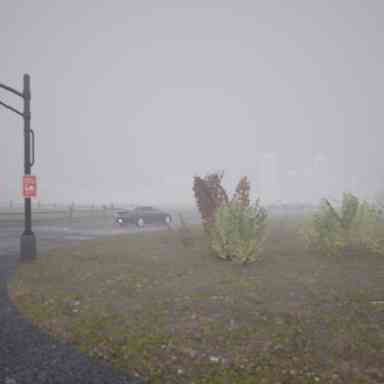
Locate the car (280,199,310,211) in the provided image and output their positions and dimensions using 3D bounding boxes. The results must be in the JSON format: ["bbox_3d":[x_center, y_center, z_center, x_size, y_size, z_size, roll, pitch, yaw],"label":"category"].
[{"bbox_3d":[15.968,2.132,51.407,2.033,1.411,5.357,-1,-1,36],"label":"car"}]

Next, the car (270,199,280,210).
[{"bbox_3d":[14.321,2.025,55.167,2.097,1.767,4.553,-1,-1,36],"label":"car"}]

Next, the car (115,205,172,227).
[{"bbox_3d":[-3.442,1.725,24.542,1.837,1.490,4.892,-1,-1,36],"label":"car"}]

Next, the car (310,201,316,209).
[{"bbox_3d":[20.556,2.236,57.824,1.994,1.385,4.181,-1,-1,36],"label":"car"}]
